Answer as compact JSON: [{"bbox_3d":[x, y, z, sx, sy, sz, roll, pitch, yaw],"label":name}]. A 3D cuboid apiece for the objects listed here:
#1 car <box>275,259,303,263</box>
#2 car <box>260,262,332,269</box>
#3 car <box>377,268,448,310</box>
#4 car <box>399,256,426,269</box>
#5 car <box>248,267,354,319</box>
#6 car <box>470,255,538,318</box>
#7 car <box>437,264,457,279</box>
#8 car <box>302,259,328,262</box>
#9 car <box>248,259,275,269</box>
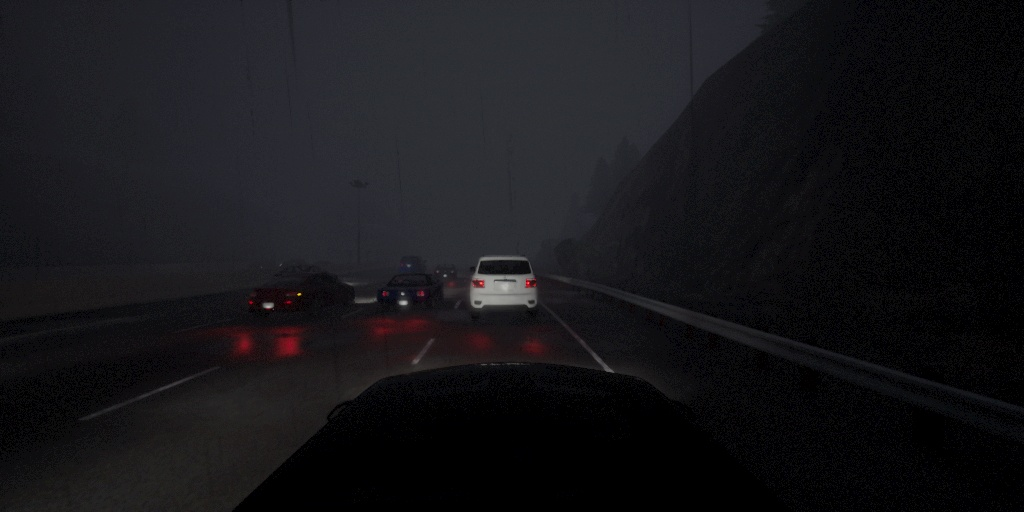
[{"bbox_3d":[-29.421,1.189,48.473,2.097,1.767,4.553,0,0,-7],"label":"car"},{"bbox_3d":[-11.512,1.275,20.252,2.128,1.511,4.902,0,0,-6],"label":"car"},{"bbox_3d":[-3.986,1.366,14.895,1.895,1.301,4.718,0,0,-4],"label":"car"},{"bbox_3d":[-9.935,1.010,36.044,2.150,2.045,5.566,0,0,-8],"label":"car"},{"bbox_3d":[-7.370,1.297,12.959,1.812,1.442,4.674,0,0,-3],"label":"car"},{"bbox_3d":[-0.364,0.979,13.252,2.150,2.045,5.566,0,0,-3],"label":"car"},{"bbox_3d":[-5.959,1.379,32.677,1.895,1.301,4.718,0,0,-7],"label":"car"},{"bbox_3d":[-25.936,1.377,48.817,2.033,1.411,5.357,0,0,-7],"label":"car"},{"bbox_3d":[-37.134,1.207,53.576,2.097,1.767,4.553,0,0,-7],"label":"car"}]
